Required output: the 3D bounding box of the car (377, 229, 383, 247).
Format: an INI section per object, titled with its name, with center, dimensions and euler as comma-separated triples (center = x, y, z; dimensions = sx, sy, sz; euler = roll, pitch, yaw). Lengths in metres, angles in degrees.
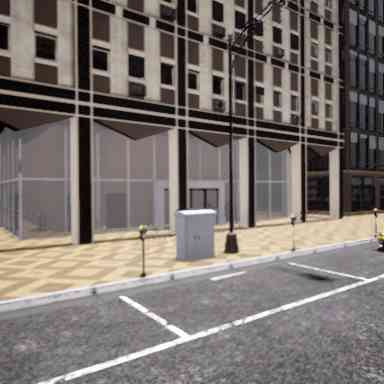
[car]
center = 9.055, 1.427, 13.022
dimensions = 4.829, 1.417, 1.752
euler = 0, 0, -35
